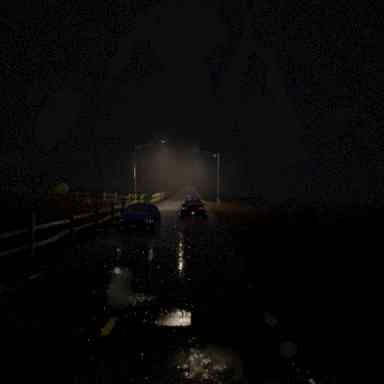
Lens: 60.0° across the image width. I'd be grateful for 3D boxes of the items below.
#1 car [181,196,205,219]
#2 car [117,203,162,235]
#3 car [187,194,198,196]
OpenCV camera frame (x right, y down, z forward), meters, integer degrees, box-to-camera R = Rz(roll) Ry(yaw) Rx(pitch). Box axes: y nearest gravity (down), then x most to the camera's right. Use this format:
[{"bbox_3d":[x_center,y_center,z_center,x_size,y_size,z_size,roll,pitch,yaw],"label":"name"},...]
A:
[{"bbox_3d":[0.080,1.284,25.937,1.812,1.442,4.674,0,1,0],"label":"car"},{"bbox_3d":[-2.772,1.346,18.339,1.882,1.535,5.008,0,0,0],"label":"car"},{"bbox_3d":[0.088,1.002,43.001,1.837,1.490,4.892,0,0,0],"label":"car"}]
